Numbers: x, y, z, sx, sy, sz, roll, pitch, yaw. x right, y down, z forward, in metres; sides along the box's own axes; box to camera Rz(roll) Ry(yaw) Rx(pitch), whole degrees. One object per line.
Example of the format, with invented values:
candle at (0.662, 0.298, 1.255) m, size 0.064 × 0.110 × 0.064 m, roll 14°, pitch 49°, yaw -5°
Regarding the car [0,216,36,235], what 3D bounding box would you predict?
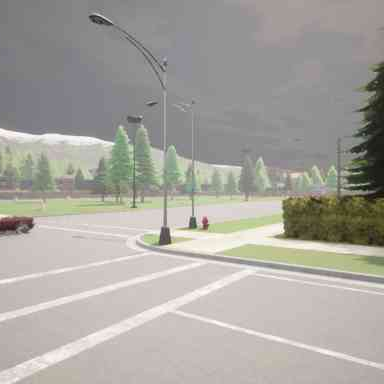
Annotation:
car at (-10.512, 1.601, 16.750) m, size 1.895 × 1.301 × 4.718 m, roll 0°, pitch 0°, yaw 36°
